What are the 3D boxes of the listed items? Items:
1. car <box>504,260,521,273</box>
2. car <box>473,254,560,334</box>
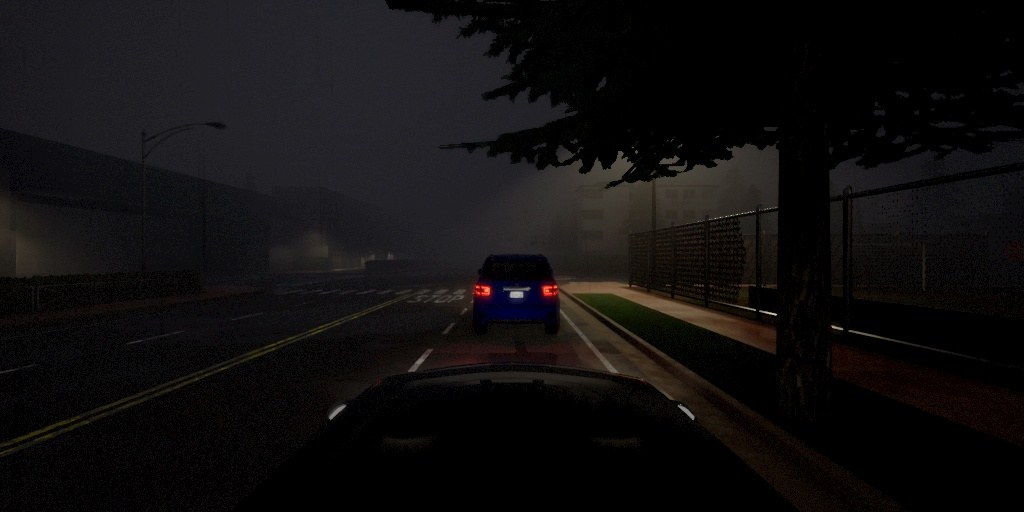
[{"bbox_3d":[0.022,1.242,45.675,2.128,1.511,4.902,0,0,0],"label":"car"},{"bbox_3d":[0.115,0.972,10.809,2.150,2.045,5.566,0,0,0],"label":"car"}]
